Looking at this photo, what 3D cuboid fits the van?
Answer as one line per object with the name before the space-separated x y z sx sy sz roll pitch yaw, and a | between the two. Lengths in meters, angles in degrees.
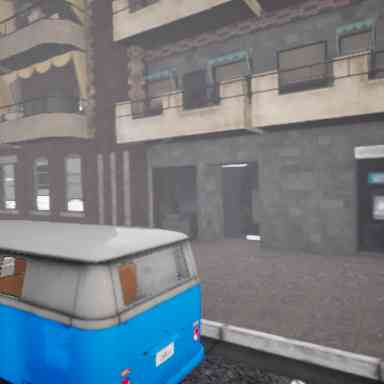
van | -1.820 1.293 4.094 3.998 1.788 1.690 -1 2 32
